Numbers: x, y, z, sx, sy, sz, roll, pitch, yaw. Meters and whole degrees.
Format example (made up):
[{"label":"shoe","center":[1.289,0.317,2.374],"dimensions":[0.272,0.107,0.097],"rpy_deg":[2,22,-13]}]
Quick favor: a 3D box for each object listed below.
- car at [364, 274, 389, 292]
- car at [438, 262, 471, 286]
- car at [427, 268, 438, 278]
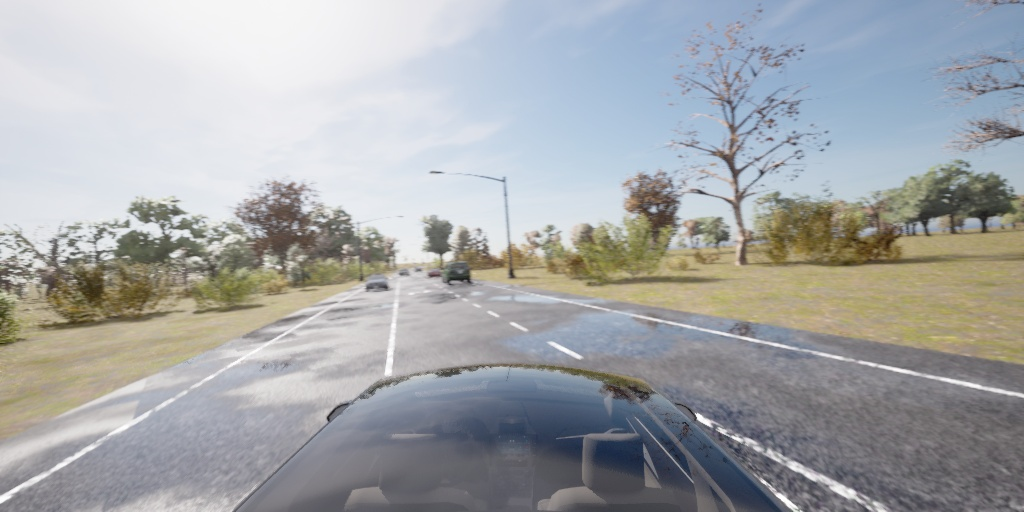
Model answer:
[{"label":"car","center":[-12.173,2.401,32.498],"dimensions":[1.812,1.442,4.674],"rpy_deg":[-4,0,-17]},{"label":"car","center":[-5.301,1.609,33.842],"dimensions":[2.150,2.045,5.566],"rpy_deg":[-4,0,-17]},{"label":"car","center":[-11.866,2.581,55.081],"dimensions":[1.994,1.385,4.181],"rpy_deg":[-4,0,-17]}]
